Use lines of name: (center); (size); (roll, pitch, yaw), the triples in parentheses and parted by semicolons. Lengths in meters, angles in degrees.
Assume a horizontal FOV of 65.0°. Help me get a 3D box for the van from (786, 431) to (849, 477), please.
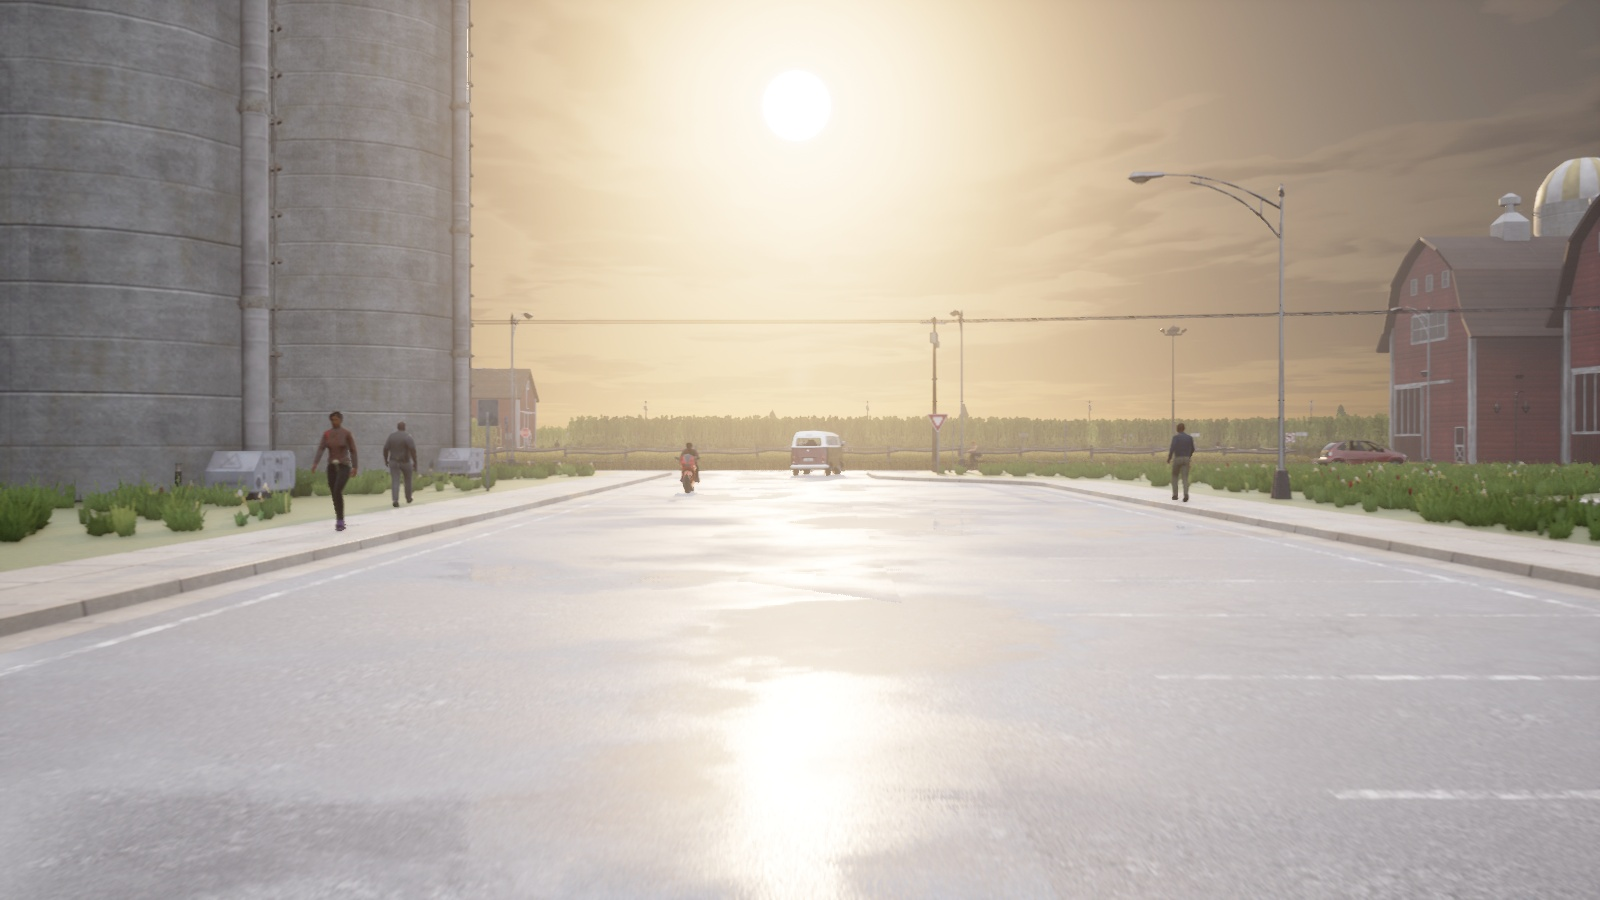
van: (0.862, 0.146, 58.018); (2.069, 2.038, 4.480); (-1, 1, 12)

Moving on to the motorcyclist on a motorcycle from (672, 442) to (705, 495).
motorcyclist on a motorcycle: (-3.273, 0.517, 37.005); (0.797, 1.523, 2.044); (0, 0, 0)

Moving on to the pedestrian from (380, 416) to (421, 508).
pedestrian: (-8.304, 0.248, 26.113); (0.563, 1.883, 0.849); (0, 0, 2)

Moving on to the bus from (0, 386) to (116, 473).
bus: (-40.888, -1.022, 63.682); (10.273, 4.253, 3.944); (0, 0, 1)

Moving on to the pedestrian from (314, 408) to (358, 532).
pedestrian: (-6.887, 0.291, 18.651); (0.328, 1.805, 0.869); (0, 0, 0)

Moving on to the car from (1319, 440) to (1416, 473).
car: (27.951, 0.309, 61.974); (3.988, 1.617, 1.851); (0, 0, 7)

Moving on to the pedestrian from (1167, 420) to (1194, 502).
pedestrian: (8.594, 0.249, 28.379); (0.370, 1.835, 0.726); (0, 0, -1)
